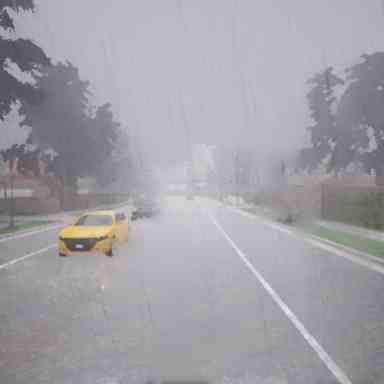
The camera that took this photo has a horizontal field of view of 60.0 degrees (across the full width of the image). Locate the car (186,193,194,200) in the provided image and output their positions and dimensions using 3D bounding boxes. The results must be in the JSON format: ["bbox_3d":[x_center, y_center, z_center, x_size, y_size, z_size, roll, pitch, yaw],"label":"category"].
[{"bbox_3d":[-0.497,1.364,82.937,1.994,1.385,4.181,0,0,0],"label":"car"}]

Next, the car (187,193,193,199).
[{"bbox_3d":[-0.560,1.087,92.939,1.837,1.490,4.892,0,0,0],"label":"car"}]

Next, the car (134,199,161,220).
[{"bbox_3d":[-3.769,1.376,28.106,2.097,1.767,4.553,0,0,-2],"label":"car"}]

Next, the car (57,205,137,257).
[{"bbox_3d":[-3.669,1.500,13.306,1.882,1.535,5.008,0,0,0],"label":"car"}]
